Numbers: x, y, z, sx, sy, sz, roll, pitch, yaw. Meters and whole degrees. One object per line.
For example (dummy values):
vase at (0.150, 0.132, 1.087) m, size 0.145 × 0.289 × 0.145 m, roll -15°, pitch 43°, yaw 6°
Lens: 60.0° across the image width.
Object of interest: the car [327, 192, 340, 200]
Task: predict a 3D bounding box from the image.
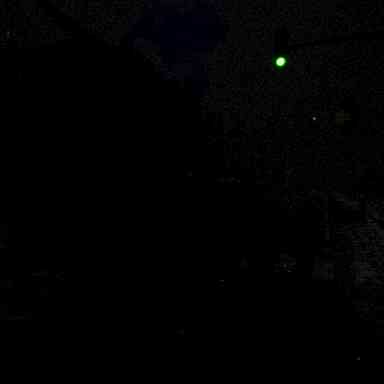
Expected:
car at (26.389, 0.687, 62.106) m, size 2.008 × 1.369 × 4.403 m, roll 0°, pitch 1°, yaw 22°

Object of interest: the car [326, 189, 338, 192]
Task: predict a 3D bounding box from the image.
car at (20.202, 0.791, 46.704) m, size 1.967 × 1.590 × 4.097 m, roll 0°, pitch 1°, yaw 22°

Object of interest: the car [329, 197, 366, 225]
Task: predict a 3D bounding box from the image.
car at (9.893, 1.254, 21.038) m, size 1.887 × 1.381 × 4.507 m, roll 0°, pitch 1°, yaw 22°

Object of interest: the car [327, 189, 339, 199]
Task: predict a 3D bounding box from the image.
car at (28.449, 0.380, 67.237) m, size 2.192 × 1.841 × 5.009 m, roll 0°, pitch 1°, yaw 22°

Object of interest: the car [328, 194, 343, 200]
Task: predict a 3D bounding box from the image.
car at (14.017, 1.148, 31.306) m, size 1.802 × 1.307 × 4.206 m, roll 0°, pitch 1°, yaw 22°

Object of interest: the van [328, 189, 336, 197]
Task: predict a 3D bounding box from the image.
van at (32.573, 0.263, 77.504) m, size 1.690 × 1.788 × 3.998 m, roll 0°, pitch 1°, yaw 22°

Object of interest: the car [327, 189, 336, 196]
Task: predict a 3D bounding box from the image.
car at (36.696, 0.095, 87.770) m, size 2.192 × 1.841 × 5.009 m, roll 0°, pitch 1°, yaw 22°

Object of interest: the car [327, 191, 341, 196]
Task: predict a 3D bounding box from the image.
car at (18.141, 0.967, 41.572) m, size 1.887 × 1.381 × 4.507 m, roll 0°, pitch 1°, yaw 22°
